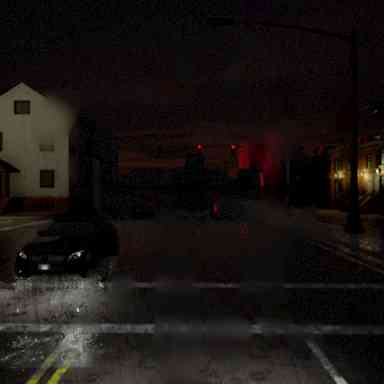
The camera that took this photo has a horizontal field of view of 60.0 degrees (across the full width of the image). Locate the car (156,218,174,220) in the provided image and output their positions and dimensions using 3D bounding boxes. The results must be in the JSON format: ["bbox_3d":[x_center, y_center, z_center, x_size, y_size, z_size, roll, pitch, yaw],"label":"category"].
[{"bbox_3d":[-3.469,3.736,37.747,1.895,1.301,4.718,-1,-13,0],"label":"car"}]

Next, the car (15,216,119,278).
[{"bbox_3d":[-3.500,1.503,10.205,1.812,1.442,4.674,0,0,0],"label":"car"}]
